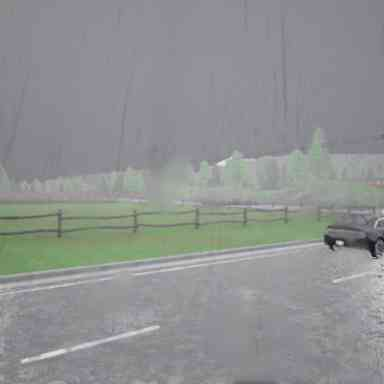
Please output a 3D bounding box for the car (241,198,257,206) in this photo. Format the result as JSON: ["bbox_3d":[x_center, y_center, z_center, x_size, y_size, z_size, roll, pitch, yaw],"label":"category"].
[{"bbox_3d":[9.726,2.069,66.184,2.033,1.411,5.357,1,0,-36],"label":"car"}]

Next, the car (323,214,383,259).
[{"bbox_3d":[7.308,1.648,13.374,4.902,1.511,2.128,1,0,-35],"label":"car"}]

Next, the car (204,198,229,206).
[{"bbox_3d":[4.151,1.934,61.854,2.128,1.511,4.902,1,0,-36],"label":"car"}]

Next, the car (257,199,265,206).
[{"bbox_3d":[12.780,2.084,67.947,2.128,1.511,4.902,1,0,-36],"label":"car"}]

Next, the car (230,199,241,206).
[{"bbox_3d":[6.610,2.084,64.472,1.895,1.301,4.718,1,0,-36],"label":"car"}]
